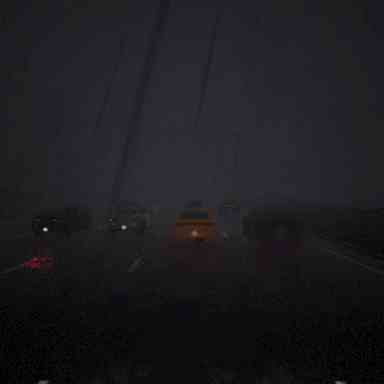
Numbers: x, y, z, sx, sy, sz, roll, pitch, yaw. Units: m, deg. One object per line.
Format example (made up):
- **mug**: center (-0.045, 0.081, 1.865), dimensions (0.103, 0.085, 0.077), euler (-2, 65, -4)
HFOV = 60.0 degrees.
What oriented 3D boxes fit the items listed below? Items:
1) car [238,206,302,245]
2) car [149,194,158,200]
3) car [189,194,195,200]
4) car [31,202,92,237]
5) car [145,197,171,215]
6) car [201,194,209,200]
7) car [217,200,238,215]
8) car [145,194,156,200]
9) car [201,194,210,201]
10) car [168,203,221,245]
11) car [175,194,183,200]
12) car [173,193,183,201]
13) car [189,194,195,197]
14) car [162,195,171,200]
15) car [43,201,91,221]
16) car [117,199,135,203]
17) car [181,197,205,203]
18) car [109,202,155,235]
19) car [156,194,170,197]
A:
- **car**: center (3.600, 1.480, 15.706), dimensions (1.882, 1.535, 5.008), euler (0, 0, 0)
- **car**: center (-10.507, 1.344, 91.770), dimensions (1.882, 1.535, 5.008), euler (0, 0, 0)
- **car**: center (-0.007, 1.390, 91.801), dimensions (1.812, 1.442, 4.674), euler (0, 0, 0)
- **car**: center (-6.900, 1.508, 18.078), dimensions (1.837, 1.490, 4.892), euler (0, 0, 0)
- **car**: center (-3.413, 1.532, 34.611), dimensions (1.812, 1.442, 4.674), euler (0, 0, 0)
- **car**: center (3.493, 1.343, 91.811), dimensions (1.882, 1.535, 5.008), euler (0, 0, 0)
- **car**: center (3.600, 1.497, 33.568), dimensions (2.128, 1.511, 4.902), euler (0, 0, 0)
- **car**: center (-10.499, 1.532, 81.772), dimensions (1.812, 1.442, 4.674), euler (0, 0, 0)
- **car**: center (3.501, 1.545, 81.738), dimensions (2.033, 1.411, 5.357), euler (0, 0, 0)
- **car**: center (0.099, 1.480, 15.616), dimensions (1.882, 1.535, 5.008), euler (0, 0, 0)
- **car**: center (-3.504, 1.388, 91.374), dimensions (2.033, 1.411, 5.357), euler (0, 0, 0)
- **car**: center (-3.499, 1.217, 81.385), dimensions (2.150, 2.045, 5.566), euler (0, 0, 0)
- **car**: center (0.001, 1.362, 82.125), dimensions (2.097, 1.767, 4.553), euler (0, 0, 0)
- **car**: center (-7.004, 1.401, 91.364), dimensions (1.994, 1.385, 4.181), euler (0, 0, 0)
- **car**: center (-10.401, 1.552, 28.248), dimensions (2.033, 1.411, 5.357), euler (0, 0, 0)
- **car**: center (-6.900, 1.484, 35.148), dimensions (1.882, 1.535, 5.008), euler (0, 0, 0)
- **car**: center (0.100, 1.511, 33.661), dimensions (1.837, 1.490, 4.892), euler (0, 0, 0)
- **car**: center (-3.399, 1.529, 18.905), dimensions (1.812, 1.442, 4.674), euler (0, 0, 0)
- **car**: center (-6.999, 1.361, 81.708), dimensions (2.097, 1.767, 4.553), euler (0, 0, 0)
